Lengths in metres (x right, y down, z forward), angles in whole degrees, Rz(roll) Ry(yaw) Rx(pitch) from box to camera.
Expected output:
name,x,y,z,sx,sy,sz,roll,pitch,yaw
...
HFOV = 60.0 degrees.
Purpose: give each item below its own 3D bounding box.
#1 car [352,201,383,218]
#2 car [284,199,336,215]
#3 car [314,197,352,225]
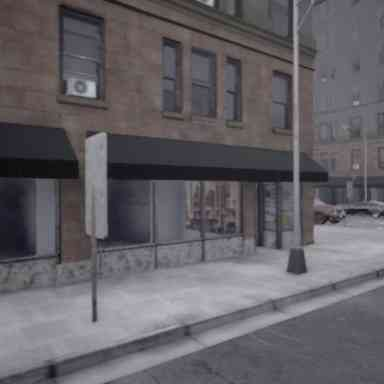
name,x,y,z,sx,sy,sz,roll,pitch,yaw
car,14.683,1.435,28.154,1.947,1.339,4.313,-1,0,-35
car,11.489,1.410,32.645,1.887,1.381,4.507,-1,0,-35
car,8.142,1.249,23.502,2.192,1.841,5.009,-1,0,-35
